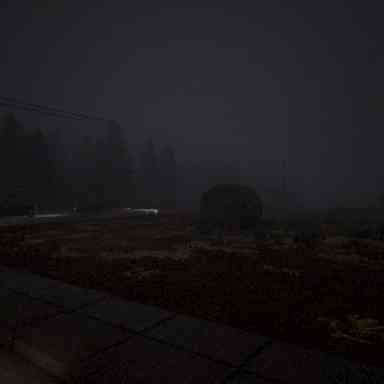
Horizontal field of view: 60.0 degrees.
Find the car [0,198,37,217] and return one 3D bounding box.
[{"bbox_3d":[-16.065,1.378,28.947,2.097,1.767,4.553,0,0,37],"label":"car"}]

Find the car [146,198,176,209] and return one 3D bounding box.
[{"bbox_3d":[-4.111,1.551,45.050,1.812,1.442,4.674,0,0,37],"label":"car"}]

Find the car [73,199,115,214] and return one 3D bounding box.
[{"bbox_3d":[-10.618,1.516,36.292,2.128,1.511,4.902,0,0,37],"label":"car"}]
